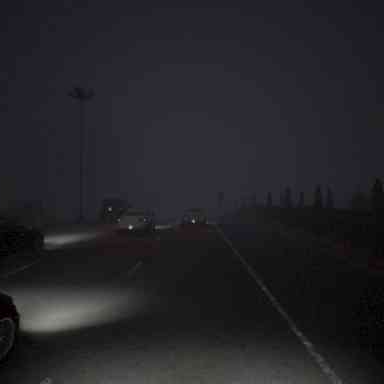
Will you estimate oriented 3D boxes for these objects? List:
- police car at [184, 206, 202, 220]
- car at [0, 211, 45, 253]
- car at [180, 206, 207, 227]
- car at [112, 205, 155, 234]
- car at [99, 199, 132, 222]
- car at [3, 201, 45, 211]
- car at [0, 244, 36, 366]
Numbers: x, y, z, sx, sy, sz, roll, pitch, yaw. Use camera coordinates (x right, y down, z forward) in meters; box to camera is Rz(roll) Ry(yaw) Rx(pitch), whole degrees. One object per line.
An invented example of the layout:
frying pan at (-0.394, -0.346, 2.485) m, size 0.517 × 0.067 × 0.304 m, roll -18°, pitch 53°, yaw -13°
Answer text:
police car at (0.102, 2.689, 41.589) m, size 2.038 × 1.542 × 4.974 m, roll 0°, pitch -6°, yaw 0°
car at (-6.899, 1.615, 11.535) m, size 2.128 × 1.511 × 4.902 m, roll 0°, pitch -1°, yaw 0°
car at (0.102, 1.803, 24.811) m, size 1.812 × 1.442 × 4.674 m, roll 0°, pitch -1°, yaw 0°
car at (-3.400, 1.747, 20.759) m, size 1.812 × 1.442 × 4.674 m, roll 0°, pitch -1°, yaw 0°
car at (-6.898, 1.678, 30.646) m, size 2.150 × 2.045 × 5.566 m, roll 0°, pitch -3°, yaw 0°
car at (-17.498, 1.934, 34.927) m, size 2.150 × 2.045 × 5.566 m, roll 0°, pitch -4°, yaw 0°
car at (-3.398, 1.558, 2.890) m, size 1.812 × 1.442 × 4.674 m, roll 0°, pitch -1°, yaw 0°
